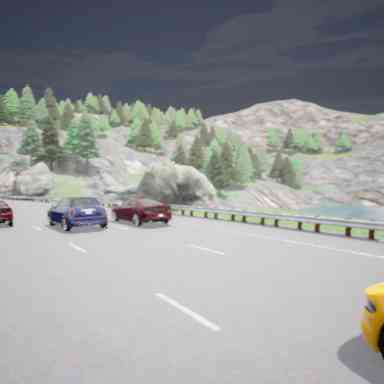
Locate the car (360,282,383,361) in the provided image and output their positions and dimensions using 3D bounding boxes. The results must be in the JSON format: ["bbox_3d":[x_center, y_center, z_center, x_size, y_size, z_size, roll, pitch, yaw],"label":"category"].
[{"bbox_3d":[3.946,1.359,2.614,1.882,1.535,5.008,-1,1,-31],"label":"car"}]

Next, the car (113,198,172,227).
[{"bbox_3d":[-3.090,1.061,19.563,1.882,1.535,5.008,-2,2,-36],"label":"car"}]

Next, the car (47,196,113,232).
[{"bbox_3d":[-6.313,1.011,18.020,2.097,1.767,4.553,-2,2,-36],"label":"car"}]

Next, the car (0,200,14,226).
[{"bbox_3d":[-11.889,1.171,19.615,1.882,1.535,5.008,-2,2,-37],"label":"car"}]
